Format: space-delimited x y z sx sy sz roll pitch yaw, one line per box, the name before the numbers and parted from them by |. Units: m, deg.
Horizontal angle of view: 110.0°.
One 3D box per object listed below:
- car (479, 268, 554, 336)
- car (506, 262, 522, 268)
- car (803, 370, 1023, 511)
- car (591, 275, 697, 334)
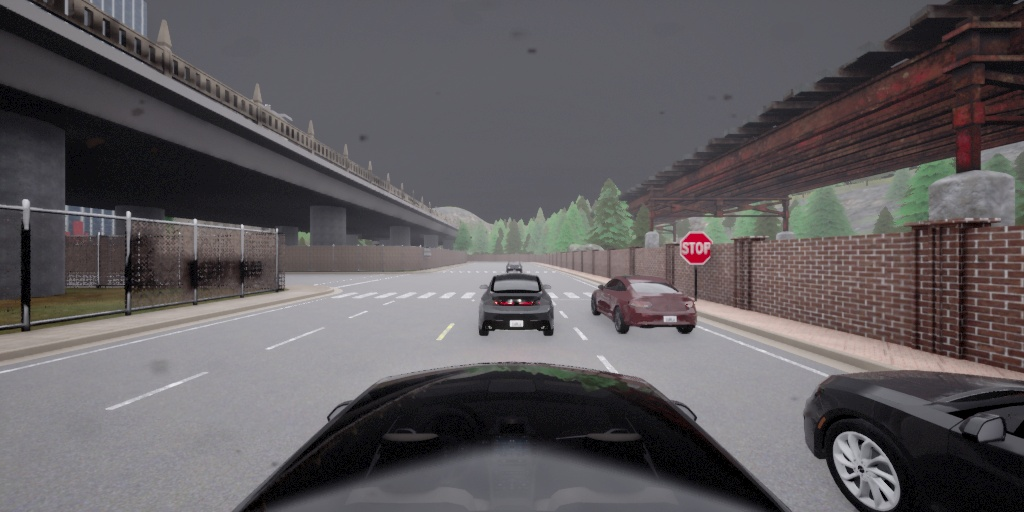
car | 0.105 1.255 10.378 1.837 1.490 4.892 0 0 0
car | 0.252 1.351 43.596 1.895 1.301 4.718 0 0 0
car | 3.600 1.255 1.286 1.837 1.490 4.892 0 0 0
car | 3.626 1.276 10.510 1.812 1.442 4.674 0 0 0
